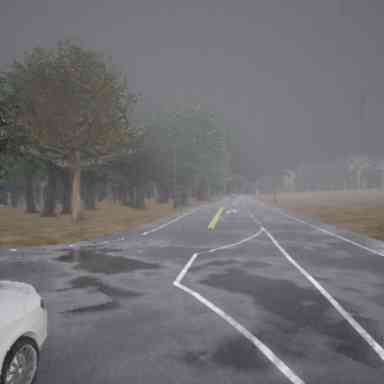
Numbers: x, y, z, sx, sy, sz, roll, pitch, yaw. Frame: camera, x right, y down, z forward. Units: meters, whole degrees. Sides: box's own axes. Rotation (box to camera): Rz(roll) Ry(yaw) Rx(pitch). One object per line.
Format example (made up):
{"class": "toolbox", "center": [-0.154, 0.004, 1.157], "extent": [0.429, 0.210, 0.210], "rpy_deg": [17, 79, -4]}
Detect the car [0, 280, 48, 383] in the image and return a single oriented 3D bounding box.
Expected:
{"class": "car", "center": [-2.884, 1.561, 2.450], "extent": [1.812, 1.442, 4.674], "rpy_deg": [0, 0, 7]}
